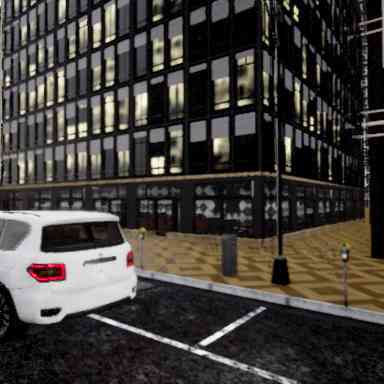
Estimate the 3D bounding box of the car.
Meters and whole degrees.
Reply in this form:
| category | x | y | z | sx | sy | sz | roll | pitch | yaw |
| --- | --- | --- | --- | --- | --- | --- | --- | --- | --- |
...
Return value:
| category | x | y | z | sx | sy | sz | roll | pitch | yaw |
| --- | --- | --- | --- | --- | --- | --- | --- | --- | --- |
| car | -3.631 | 1.390 | 7.020 | 5.566 | 2.045 | 2.150 | -1 | -2 | 37 |
